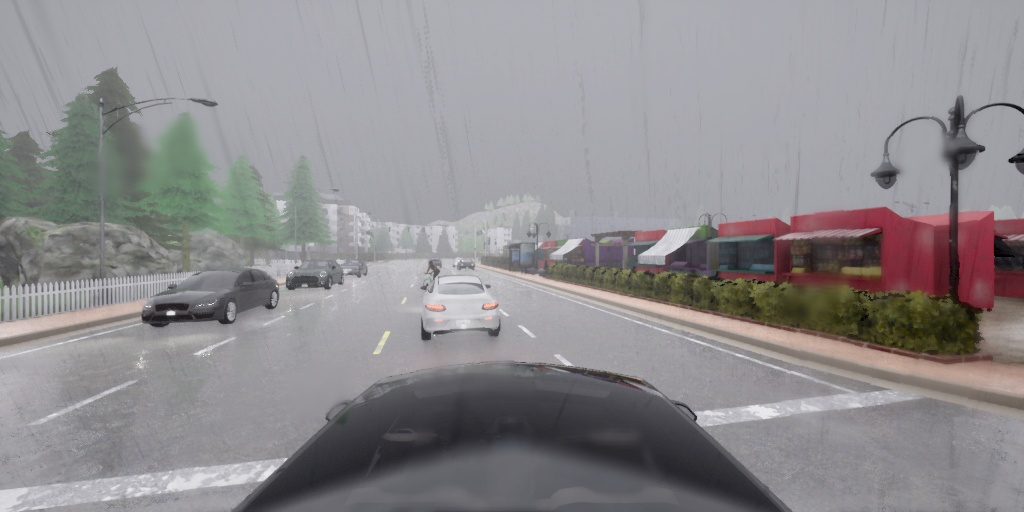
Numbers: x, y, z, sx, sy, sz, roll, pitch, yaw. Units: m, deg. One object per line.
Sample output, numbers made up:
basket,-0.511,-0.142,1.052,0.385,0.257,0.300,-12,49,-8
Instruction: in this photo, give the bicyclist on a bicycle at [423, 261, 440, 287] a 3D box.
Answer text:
bicyclist on a bicycle,-4.333,1.078,19.607,0.582,1.620,1.656,0,1,25

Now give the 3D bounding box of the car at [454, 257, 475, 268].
car,-5.677,1.046,43.744,1.895,1.301,4.718,0,0,-13

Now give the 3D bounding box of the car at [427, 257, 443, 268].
car,-10.919,0.897,50.798,1.837,1.490,4.892,0,0,-13

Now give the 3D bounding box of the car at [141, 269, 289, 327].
car,-9.201,1.190,11.465,1.837,1.490,4.892,0,0,-13

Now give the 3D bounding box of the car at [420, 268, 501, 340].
car,-1.487,1.225,9.761,1.812,1.442,4.674,0,0,-12

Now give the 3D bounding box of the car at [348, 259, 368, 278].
car,-13.627,1.033,30.681,2.128,1.511,4.902,0,0,-13

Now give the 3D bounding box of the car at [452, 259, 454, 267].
car,-7.706,0.905,52.624,1.812,1.442,4.674,0,0,-13

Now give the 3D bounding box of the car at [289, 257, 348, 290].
car,-11.417,0.965,21.062,2.097,1.767,4.553,0,0,-13
